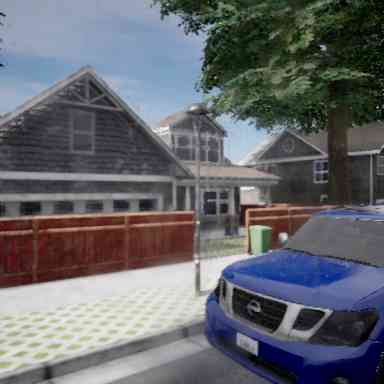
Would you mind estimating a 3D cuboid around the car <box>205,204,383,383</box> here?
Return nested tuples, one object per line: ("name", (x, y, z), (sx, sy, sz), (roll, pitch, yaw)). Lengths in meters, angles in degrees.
("car", (2.828, 1.244, 5.086), (5.566, 2.045, 2.150), (0, 0, -35))
